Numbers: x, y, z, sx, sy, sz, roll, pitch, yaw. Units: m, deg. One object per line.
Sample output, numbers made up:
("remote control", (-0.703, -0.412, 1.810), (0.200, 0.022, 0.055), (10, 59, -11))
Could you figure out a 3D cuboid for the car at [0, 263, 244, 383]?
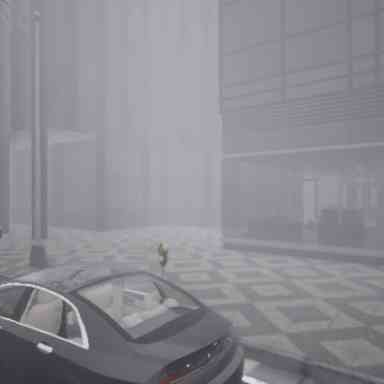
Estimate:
("car", (-1.536, 1.571, 4.057), (4.403, 1.369, 2.008), (0, 0, 35))
